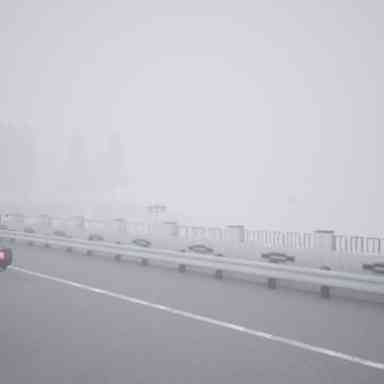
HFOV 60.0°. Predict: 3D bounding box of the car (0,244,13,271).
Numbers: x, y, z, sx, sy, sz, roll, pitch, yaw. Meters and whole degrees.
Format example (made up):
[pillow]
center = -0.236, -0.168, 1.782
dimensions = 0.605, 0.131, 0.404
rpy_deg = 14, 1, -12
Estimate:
[car]
center = -6.848, 1.580, 8.880
dimensions = 4.718, 1.301, 1.895
rpy_deg = 0, 0, 36
